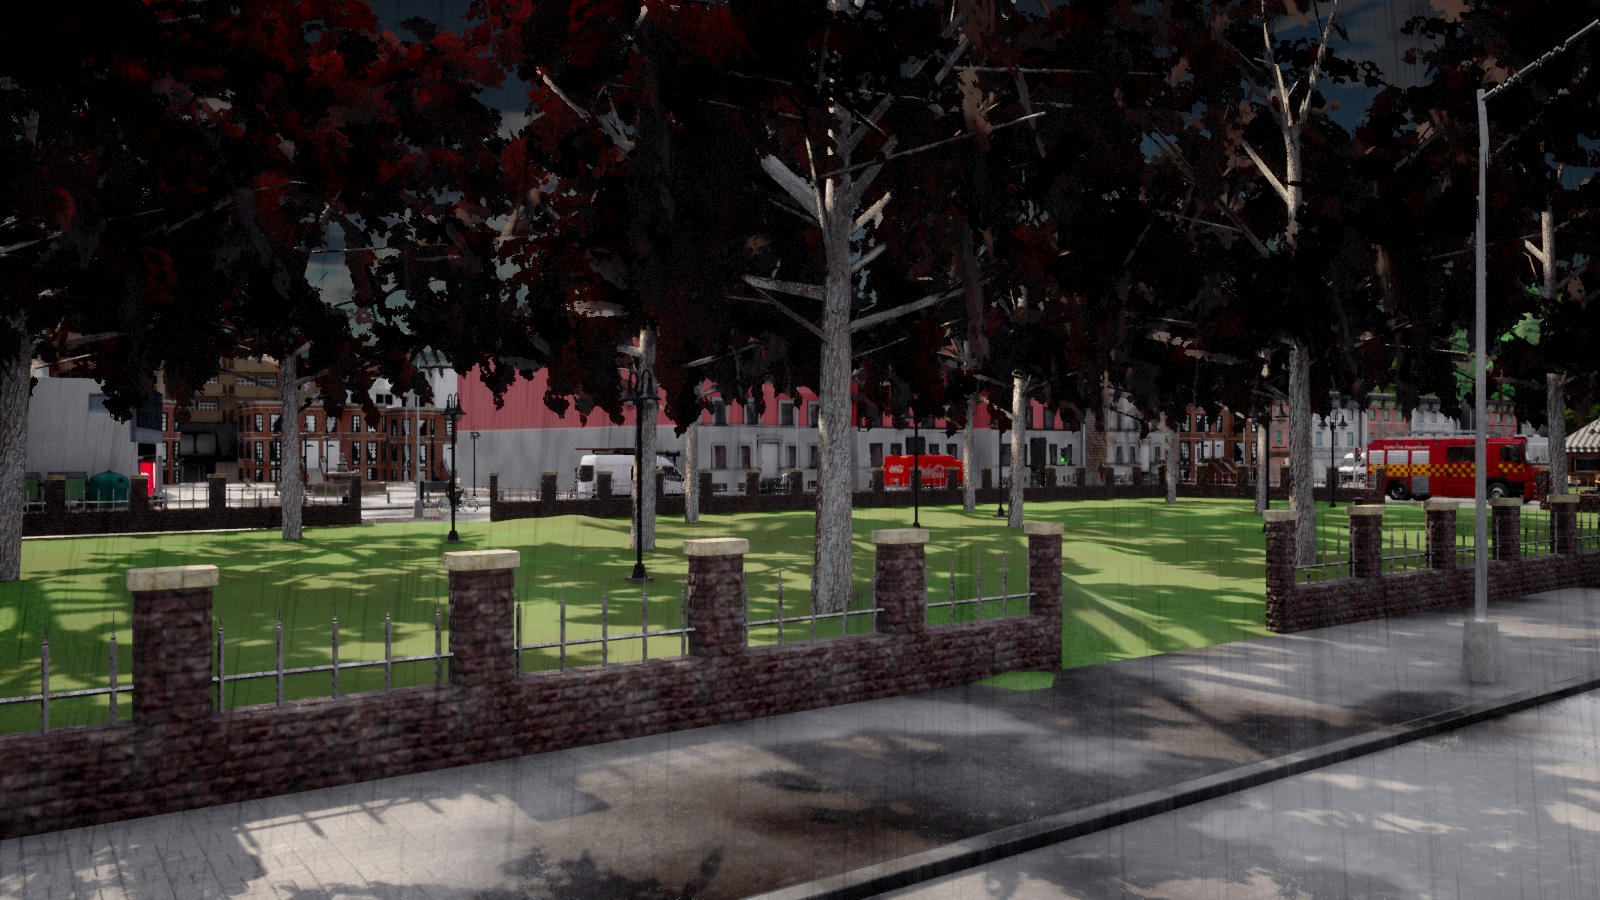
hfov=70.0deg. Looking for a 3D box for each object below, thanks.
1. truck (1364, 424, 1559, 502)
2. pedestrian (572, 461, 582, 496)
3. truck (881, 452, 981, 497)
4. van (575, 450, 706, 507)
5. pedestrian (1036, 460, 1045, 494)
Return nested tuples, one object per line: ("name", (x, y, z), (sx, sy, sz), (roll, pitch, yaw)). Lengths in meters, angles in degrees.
("truck", (34.631, 0.645, 60.204), (2.891, 3.827, 8.468), (0, 0, -34))
("pedestrian", (-11.786, 1.514, 60.375), (0.375, 1.860, 0.375), (0, 0, -39))
("truck", (7.469, 1.331, 64.929), (5.204, 2.467, 2.627), (0, 0, -35))
("van", (-7.534, 1.304, 54.433), (5.915, 2.561, 1.988), (0, 0, -35))
("pedestrian", (13.487, 1.506, 64.004), (0.375, 1.860, 0.375), (0, 0, 38))
